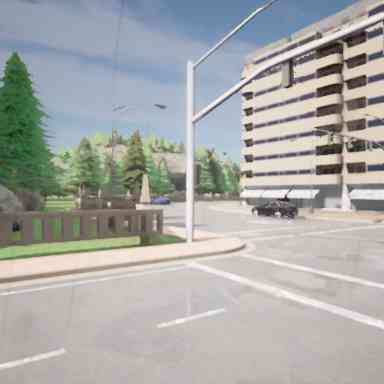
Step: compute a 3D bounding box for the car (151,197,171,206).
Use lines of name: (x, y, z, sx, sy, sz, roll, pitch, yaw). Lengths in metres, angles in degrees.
car: (-5.402, 1.692, 61.254, 1.882, 1.535, 5.008, 0, -1, 14)

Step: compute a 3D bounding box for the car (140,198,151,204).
car: (-8.765, 1.688, 62.264, 2.128, 1.511, 4.902, 0, 0, 14)

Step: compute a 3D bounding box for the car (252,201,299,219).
car: (7.654, 1.614, 31.034, 1.837, 1.490, 4.892, 0, 0, -32)
